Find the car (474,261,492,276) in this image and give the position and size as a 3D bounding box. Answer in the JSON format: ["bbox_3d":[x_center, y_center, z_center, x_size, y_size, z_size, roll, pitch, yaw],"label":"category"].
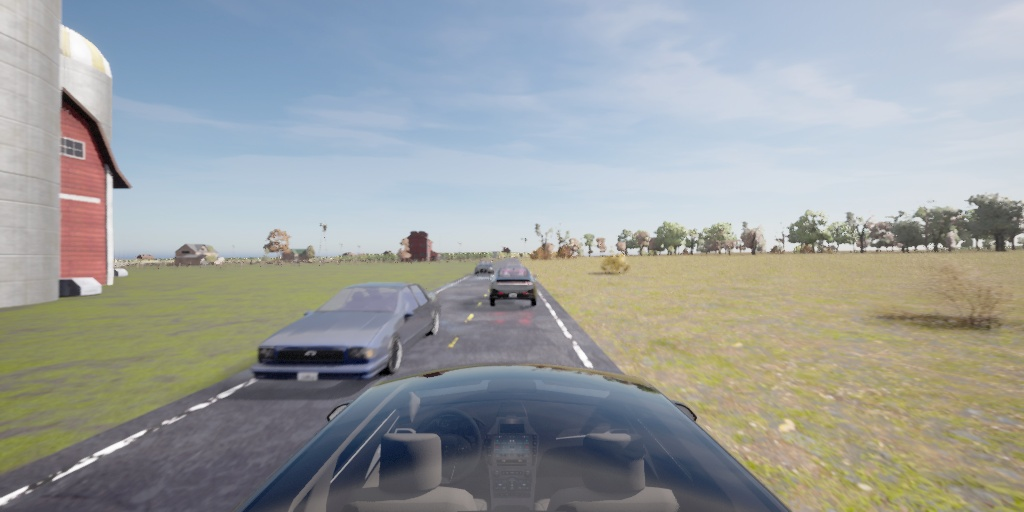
[{"bbox_3d":[-2.667,1.214,35.964,1.994,1.385,4.181,0,0,1],"label":"car"}]

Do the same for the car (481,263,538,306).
[{"bbox_3d":[0.070,1.201,15.301,2.128,1.511,4.902,0,0,1],"label":"car"}]

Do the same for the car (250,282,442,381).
[{"bbox_3d":[-2.810,1.278,7.635,2.033,1.411,5.357,0,0,1],"label":"car"}]
